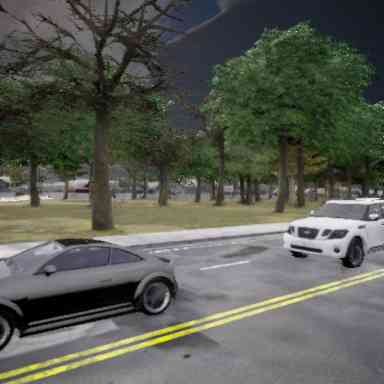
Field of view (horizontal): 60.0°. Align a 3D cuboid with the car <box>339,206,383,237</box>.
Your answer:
[{"bbox_3d":[10.601,1.593,19.114,4.674,1.442,1.812,1,0,-35],"label":"car"}]

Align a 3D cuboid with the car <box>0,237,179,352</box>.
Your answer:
[{"bbox_3d":[-2.313,1.568,6.009,4.181,1.385,1.994,0,0,-35],"label":"car"}]

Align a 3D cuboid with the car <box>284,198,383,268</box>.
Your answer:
[{"bbox_3d":[5.715,1.254,11.728,5.566,2.045,2.150,0,0,-35],"label":"car"}]
